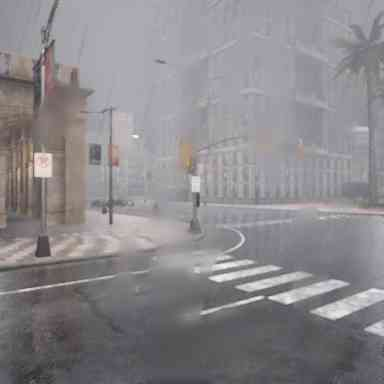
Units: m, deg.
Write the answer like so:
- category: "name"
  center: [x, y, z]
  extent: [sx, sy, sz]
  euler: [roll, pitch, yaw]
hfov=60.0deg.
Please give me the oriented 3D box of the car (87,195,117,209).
- category: "car"
  center: [-12.550, 1.551, 46.327]
  extent: [1.994, 1.385, 4.181]
  euler: [0, 0, -36]

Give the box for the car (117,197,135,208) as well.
- category: "car"
  center: [-10.116, 1.475, 48.936]
  extent: [2.128, 1.511, 4.902]
  euler: [0, 0, -36]

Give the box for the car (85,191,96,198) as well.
- category: "car"
  center: [-19.353, 0.863, 61.706]
  extent: [2.150, 2.045, 5.566]
  euler: [0, 0, -36]
